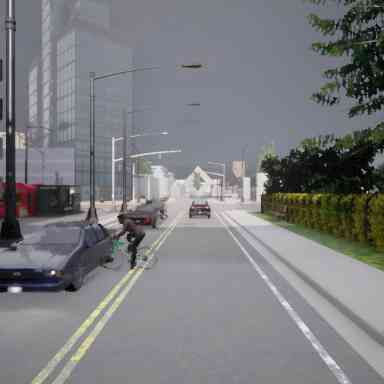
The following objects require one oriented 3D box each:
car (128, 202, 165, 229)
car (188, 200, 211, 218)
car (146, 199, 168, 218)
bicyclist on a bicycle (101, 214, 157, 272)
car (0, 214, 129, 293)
[{"bbox_3d":[-3.147,1.564,21.716,1.994,1.385,4.181,0,0,2],"label":"car"},{"bbox_3d":[0.710,1.491,29.816,2.128,1.511,4.902,0,0,1],"label":"car"},{"bbox_3d":[-2.962,1.306,26.539,1.837,1.490,4.892,0,0,1],"label":"car"},{"bbox_3d":[-1.830,1.453,9.510,1.656,1.620,0.582,-1,0,1],"label":"bicyclist on a bicycle"},{"bbox_3d":[-3.433,1.547,9.222,2.033,1.411,5.357,0,0,1],"label":"car"}]
